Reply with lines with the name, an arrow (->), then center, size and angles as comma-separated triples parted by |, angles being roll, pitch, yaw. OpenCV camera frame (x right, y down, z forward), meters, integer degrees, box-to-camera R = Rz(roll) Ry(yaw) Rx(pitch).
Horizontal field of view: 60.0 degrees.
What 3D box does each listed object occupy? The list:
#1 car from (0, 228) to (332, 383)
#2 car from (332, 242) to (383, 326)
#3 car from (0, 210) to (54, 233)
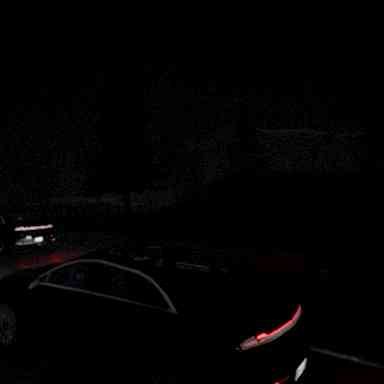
car -> -0.924, 1.499, 4.626 | 4.902, 1.511, 2.128 | 0, 0, 35
car -> 3.001, 1.602, 6.137 | 4.718, 1.301, 1.895 | 0, 0, 35
car -> -7.602, 1.511, 13.600 | 4.902, 1.511, 2.128 | 0, 0, 35
